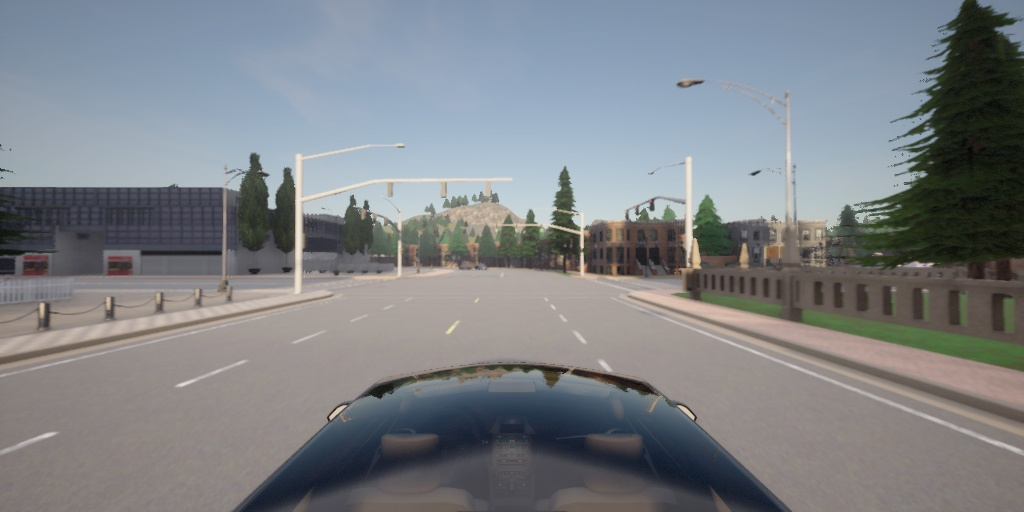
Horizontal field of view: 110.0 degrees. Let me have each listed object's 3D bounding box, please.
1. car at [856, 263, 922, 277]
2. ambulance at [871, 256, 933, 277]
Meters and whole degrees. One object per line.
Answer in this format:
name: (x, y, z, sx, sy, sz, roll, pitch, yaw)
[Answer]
car: (33.965, 1.667, 32.960, 4.892, 1.490, 1.837, 1, -1, 1)
ambulance: (38.683, 1.234, 36.441, 6.366, 2.431, 2.351, 0, -1, 0)
